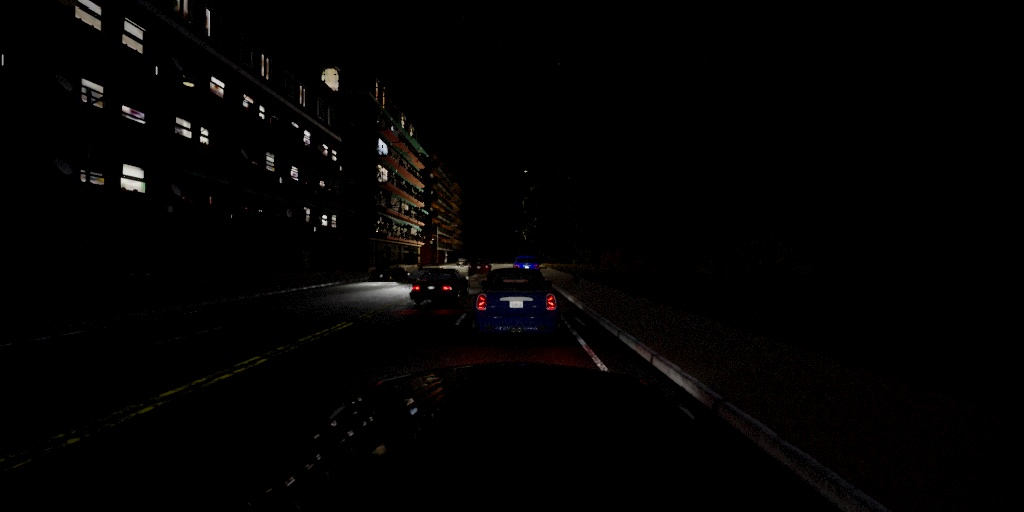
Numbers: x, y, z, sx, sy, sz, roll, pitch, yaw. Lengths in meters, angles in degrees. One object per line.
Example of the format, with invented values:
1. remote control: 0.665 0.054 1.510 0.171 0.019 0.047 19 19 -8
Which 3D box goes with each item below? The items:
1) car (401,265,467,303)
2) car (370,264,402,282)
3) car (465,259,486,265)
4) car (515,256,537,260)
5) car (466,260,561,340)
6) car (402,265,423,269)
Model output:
1. car: -3.144 1.299 16.493 2.033 1.411 5.357 0 0 0
2. car: -9.837 1.318 28.974 1.994 1.385 4.181 0 0 0
3. car: -3.133 1.105 35.914 2.097 1.767 4.553 0 0 0
4. car: 1.151 0.979 30.115 2.150 2.045 5.566 0 0 0
5. car: 0.103 1.104 10.162 2.097 1.767 4.553 0 0 0
6. car: -6.587 1.354 27.511 1.895 1.301 4.718 0 0 0
